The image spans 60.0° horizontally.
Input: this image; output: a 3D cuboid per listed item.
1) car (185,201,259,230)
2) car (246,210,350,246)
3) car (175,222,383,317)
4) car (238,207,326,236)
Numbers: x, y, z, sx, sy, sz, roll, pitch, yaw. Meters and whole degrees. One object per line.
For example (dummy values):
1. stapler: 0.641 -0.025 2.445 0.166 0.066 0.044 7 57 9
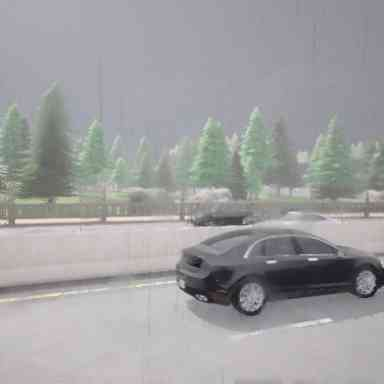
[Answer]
1. car: 2.010 1.539 22.509 4.553 1.767 2.097 0 0 -18
2. car: 5.133 1.674 16.195 4.674 1.442 1.812 0 -1 -18
3. car: 2.050 1.572 7.446 4.892 1.490 1.837 1 -1 -22
4. car: 5.372 1.684 19.953 4.892 1.490 1.837 0 -1 -17
